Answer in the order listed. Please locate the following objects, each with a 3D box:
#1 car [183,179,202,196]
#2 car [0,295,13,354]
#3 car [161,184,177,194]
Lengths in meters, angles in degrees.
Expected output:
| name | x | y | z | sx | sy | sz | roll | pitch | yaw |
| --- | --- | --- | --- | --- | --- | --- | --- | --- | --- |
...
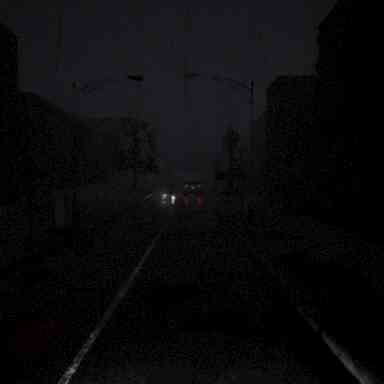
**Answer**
| name | x | y | z | sx | sy | sz | roll | pitch | yaw |
| --- | --- | --- | --- | --- | --- | --- | --- | --- | --- |
| car | 0.096 | -0.645 | 42.592 | 2.150 | 2.045 | 5.566 | 0 | 4 | 0 |
| car | -3.100 | 1.533 | 1.685 | 2.033 | 1.411 | 5.357 | 0 | 0 | 0 |
| car | -3.088 | -0.436 | 44.678 | 1.994 | 1.385 | 4.181 | 0 | 3 | 0 |
